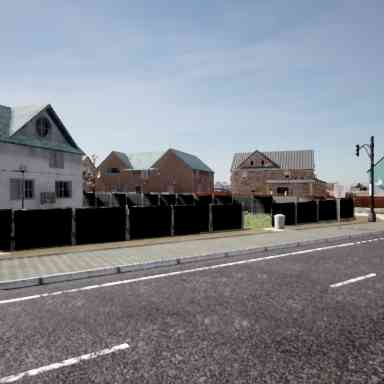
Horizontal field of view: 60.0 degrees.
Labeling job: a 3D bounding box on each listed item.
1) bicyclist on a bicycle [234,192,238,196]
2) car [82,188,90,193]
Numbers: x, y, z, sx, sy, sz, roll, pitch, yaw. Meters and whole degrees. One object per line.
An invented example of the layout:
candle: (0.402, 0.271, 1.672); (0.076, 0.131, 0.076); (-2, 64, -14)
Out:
bicyclist on a bicycle: (5.188, 0.804, 39.571); (0.582, 1.620, 1.656); (1, 1, 19)
car: (-13.763, 0.470, 39.992); (5.566, 2.045, 2.150); (1, 0, 20)
